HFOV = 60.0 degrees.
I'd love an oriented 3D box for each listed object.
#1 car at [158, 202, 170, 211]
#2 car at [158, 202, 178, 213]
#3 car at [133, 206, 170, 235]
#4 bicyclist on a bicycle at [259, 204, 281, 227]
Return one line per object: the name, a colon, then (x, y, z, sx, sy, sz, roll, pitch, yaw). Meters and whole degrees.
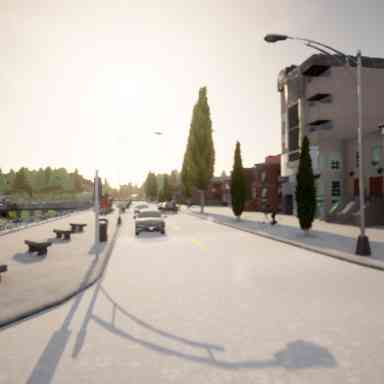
car: (-5.168, 2.632, 60.475, 1.812, 1.442, 4.674, -1, -1, -10)
car: (-3.492, 2.270, 50.753, 2.097, 1.767, 4.553, -1, -1, -10)
car: (-2.784, 1.923, 21.881, 1.837, 1.490, 4.892, -1, -1, -10)
bicyclist on a bicycle: (5.486, 1.672, 23.330, 1.656, 1.620, 0.582, -1, -1, -10)
